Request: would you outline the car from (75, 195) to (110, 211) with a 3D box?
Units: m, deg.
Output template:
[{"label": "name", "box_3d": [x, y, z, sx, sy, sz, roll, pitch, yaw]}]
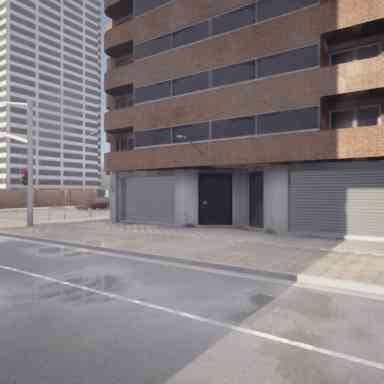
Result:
[{"label": "car", "box_3d": [-11.769, 1.477, 40.383, 1.882, 1.535, 5.008, 0, 0, 35]}]
